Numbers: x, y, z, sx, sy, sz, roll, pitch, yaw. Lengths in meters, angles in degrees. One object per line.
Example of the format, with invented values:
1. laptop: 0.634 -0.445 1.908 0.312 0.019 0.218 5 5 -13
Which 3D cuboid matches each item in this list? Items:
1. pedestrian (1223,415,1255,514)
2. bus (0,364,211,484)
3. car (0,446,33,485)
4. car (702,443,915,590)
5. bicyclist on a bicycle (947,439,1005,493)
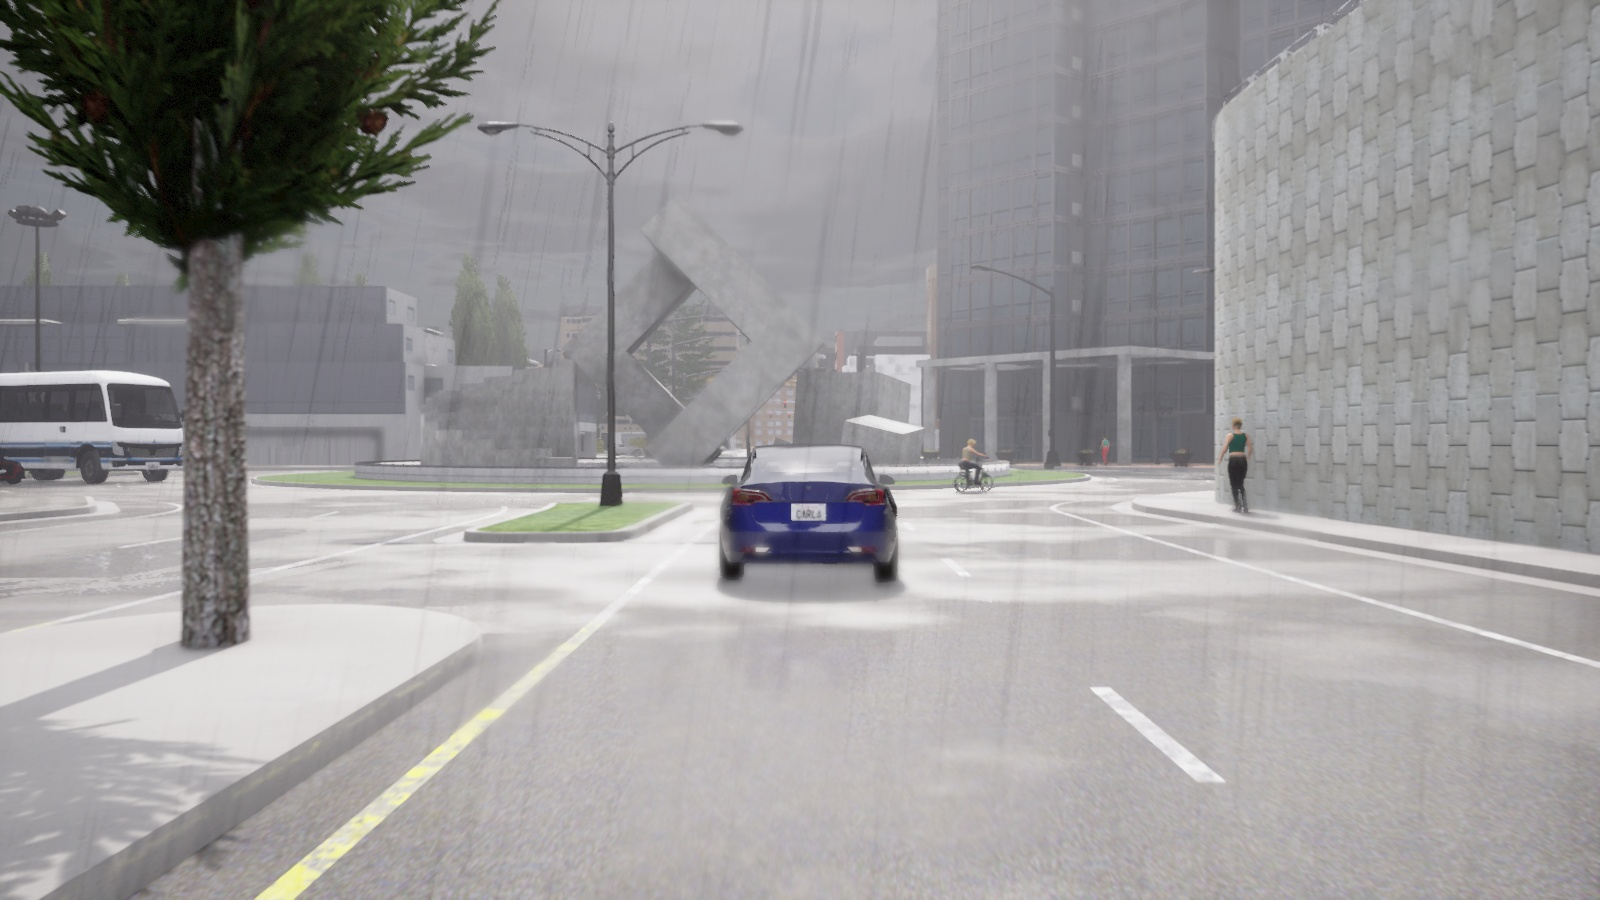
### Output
1. pedestrian: 8.261 0.275 23.650 0.345 1.836 0.594 0 0 -4
2. bus: -28.092 -0.924 48.228 10.273 4.253 3.944 0 0 22
3. car: -29.956 0.532 45.165 4.181 1.385 1.994 0 0 24
4. car: 0.103 0.661 15.157 2.163 1.488 4.792 0 0 0
5. bicyclist on a bicycle: 5.297 0.475 37.706 1.509 1.612 0.866 0 -1 -32
